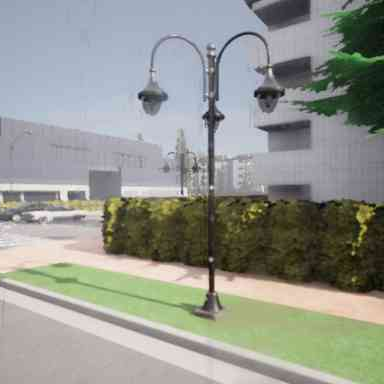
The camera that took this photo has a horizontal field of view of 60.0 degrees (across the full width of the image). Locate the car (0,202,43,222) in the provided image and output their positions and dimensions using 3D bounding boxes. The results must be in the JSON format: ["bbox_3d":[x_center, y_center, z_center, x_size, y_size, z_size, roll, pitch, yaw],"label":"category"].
[{"bbox_3d":[-13.473,1.622,27.585,1.837,1.490,4.892,0,0,37],"label":"car"}]

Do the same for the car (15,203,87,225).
[{"bbox_3d":[-10.530,1.706,25.534,1.895,1.301,4.718,0,0,34],"label":"car"}]
